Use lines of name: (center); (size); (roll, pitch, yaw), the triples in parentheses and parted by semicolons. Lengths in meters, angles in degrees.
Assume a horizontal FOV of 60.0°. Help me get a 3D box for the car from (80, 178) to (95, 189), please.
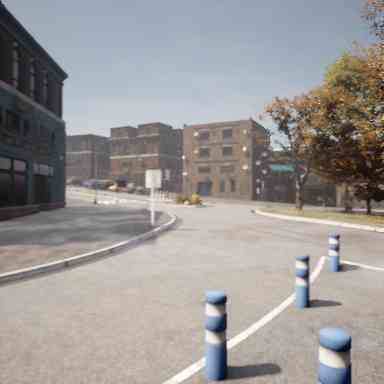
car: (-19.435, -1.681, 67.136); (2.435, 2.045, 5.566); (6, 2, 10)

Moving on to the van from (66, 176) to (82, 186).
van: (-24.716, -2.238, 70.061); (1.878, 1.987, 4.442); (6, 2, 10)

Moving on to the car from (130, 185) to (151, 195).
car: (-8.941, -0.264, 61.143); (2.231, 1.521, 4.892); (5, 2, 10)

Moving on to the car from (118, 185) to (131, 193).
car: (-11.567, -0.517, 62.658); (2.002, 1.452, 4.674); (6, 2, 10)

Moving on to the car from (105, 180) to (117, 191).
car: (-14.226, -0.848, 63.978); (1.946, 1.575, 5.366); (6, 2, 10)

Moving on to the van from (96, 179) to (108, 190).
van: (-16.790, -1.367, 65.775); (1.878, 1.987, 4.442); (5, 2, 10)
